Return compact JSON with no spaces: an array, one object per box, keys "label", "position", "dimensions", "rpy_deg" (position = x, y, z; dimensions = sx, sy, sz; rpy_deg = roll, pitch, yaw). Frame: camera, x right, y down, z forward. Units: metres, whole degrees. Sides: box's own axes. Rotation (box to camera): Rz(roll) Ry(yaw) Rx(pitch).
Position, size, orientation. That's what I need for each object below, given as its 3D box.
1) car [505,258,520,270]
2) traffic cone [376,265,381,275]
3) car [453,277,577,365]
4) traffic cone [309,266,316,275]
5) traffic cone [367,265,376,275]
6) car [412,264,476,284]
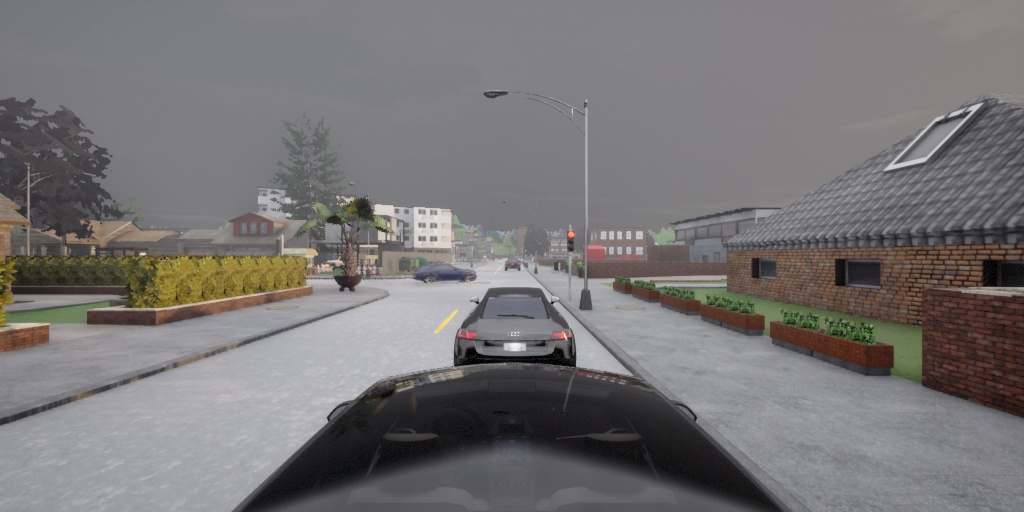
[{"label":"car","position":[0.093,1.101,51.173],"dimensions":[2.097,1.767,4.553],"rpy_deg":[0,0,0]},{"label":"traffic cone","position":[-15.396,1.557,40.690],"dimensions":[0.344,0.586,0.344],"rpy_deg":[0,0,0]},{"label":"car","position":[0.058,1.314,7.306],"dimensions":[1.994,1.385,4.181],"rpy_deg":[0,0,0]},{"label":"traffic cone","position":[-19.803,1.568,35.236],"dimensions":[0.344,0.586,0.344],"rpy_deg":[0,0,0]},{"label":"traffic cone","position":[-15.757,1.561,40.120],"dimensions":[0.344,0.586,0.344],"rpy_deg":[0,0,0]},{"label":"car","position":[-4.970,1.275,26.519],"dimensions":[4.674,1.442,1.812],"rpy_deg":[0,1,-25]}]
